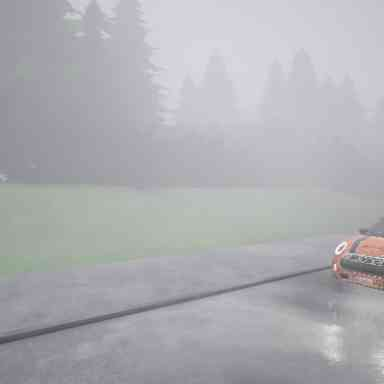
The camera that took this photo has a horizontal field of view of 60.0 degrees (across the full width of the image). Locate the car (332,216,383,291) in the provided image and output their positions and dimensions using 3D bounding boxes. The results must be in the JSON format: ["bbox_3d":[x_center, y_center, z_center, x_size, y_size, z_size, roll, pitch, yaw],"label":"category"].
[{"bbox_3d":[5.661,1.387,8.645,4.553,1.767,2.097,0,0,-35],"label":"car"}]
